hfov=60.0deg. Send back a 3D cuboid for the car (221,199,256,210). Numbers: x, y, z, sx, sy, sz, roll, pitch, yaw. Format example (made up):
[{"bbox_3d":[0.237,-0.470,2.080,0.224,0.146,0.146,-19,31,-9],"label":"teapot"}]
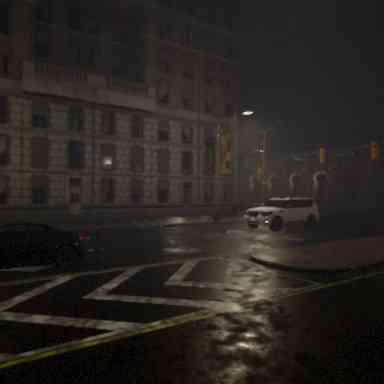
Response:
[{"bbox_3d":[6.818,1.835,49.333,2.033,1.411,5.357,1,0,-34],"label":"car"}]

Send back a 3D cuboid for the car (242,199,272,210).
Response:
[{"bbox_3d":[9.882,1.849,51.063,1.812,1.442,4.674,1,0,-34],"label":"car"}]

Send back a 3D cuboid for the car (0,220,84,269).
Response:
[{"bbox_3d":[-5.438,1.560,9.934,4.181,1.385,1.994,1,0,-34],"label":"car"}]

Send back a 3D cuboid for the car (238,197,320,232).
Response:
[{"bbox_3d":[5.983,1.359,21.759,5.566,2.045,2.150,1,0,-34],"label":"car"}]
